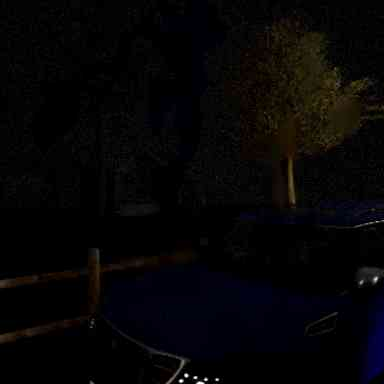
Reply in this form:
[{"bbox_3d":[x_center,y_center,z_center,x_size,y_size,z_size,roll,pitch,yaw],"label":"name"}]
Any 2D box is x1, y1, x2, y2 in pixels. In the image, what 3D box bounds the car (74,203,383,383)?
[{"bbox_3d":[1.505,1.200,4.168,5.566,2.045,2.150,0,0,-36],"label":"car"}]
